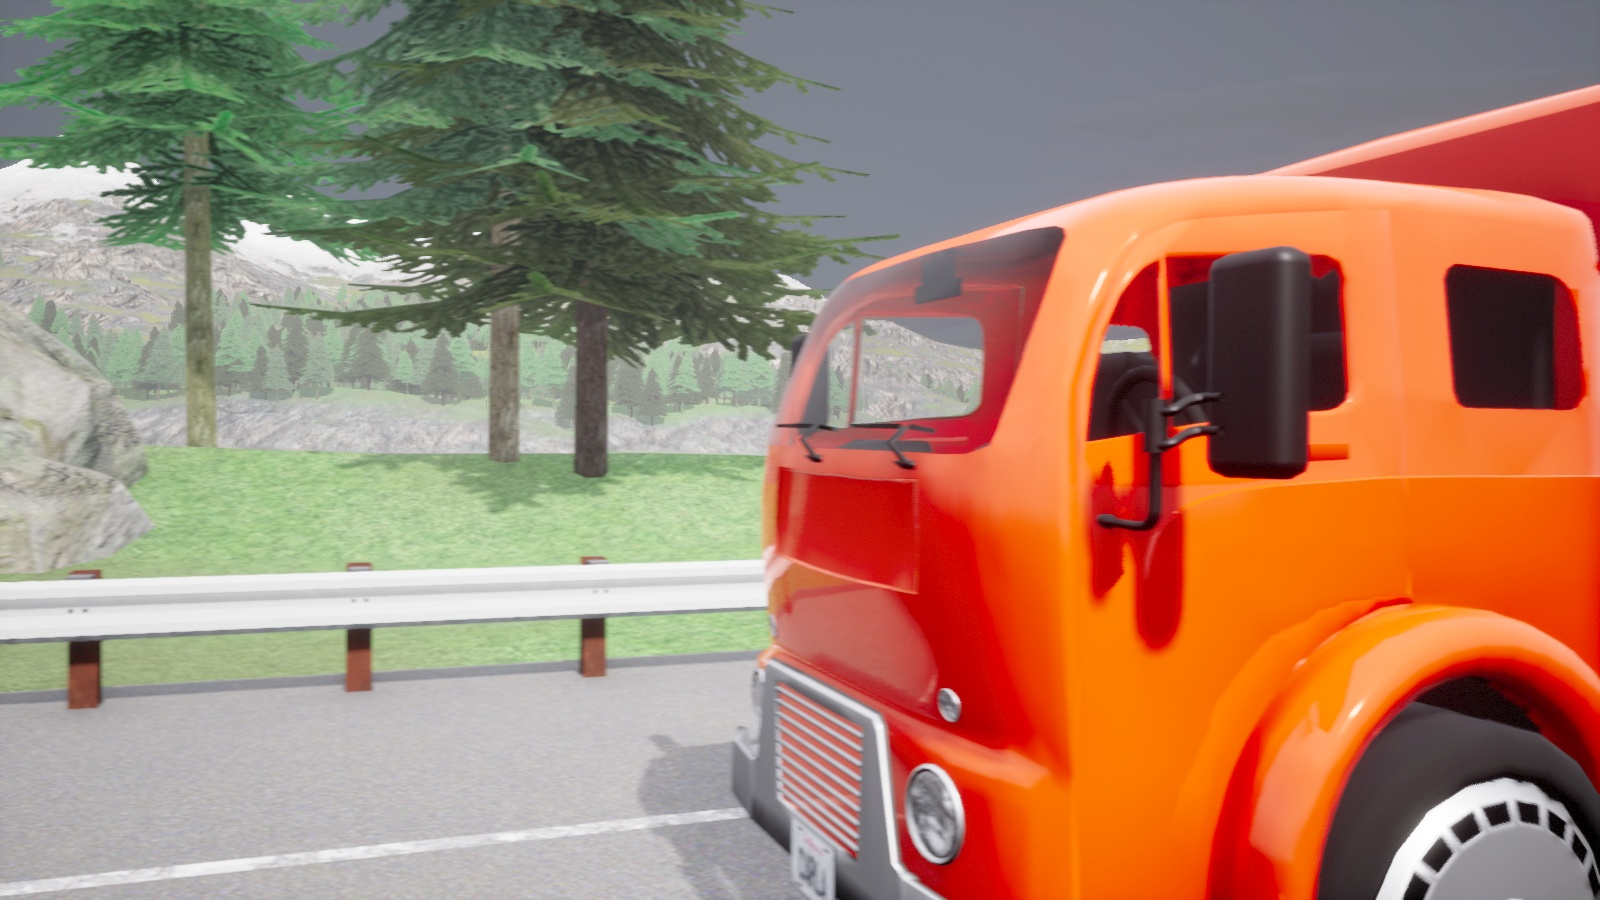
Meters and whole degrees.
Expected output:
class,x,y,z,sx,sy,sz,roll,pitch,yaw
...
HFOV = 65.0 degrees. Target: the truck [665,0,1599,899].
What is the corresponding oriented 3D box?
class,x,y,z,sx,sy,sz,roll,pitch,yaw
truck,2.438,0.209,4.159,5.204,2.467,2.627,-1,1,-21
